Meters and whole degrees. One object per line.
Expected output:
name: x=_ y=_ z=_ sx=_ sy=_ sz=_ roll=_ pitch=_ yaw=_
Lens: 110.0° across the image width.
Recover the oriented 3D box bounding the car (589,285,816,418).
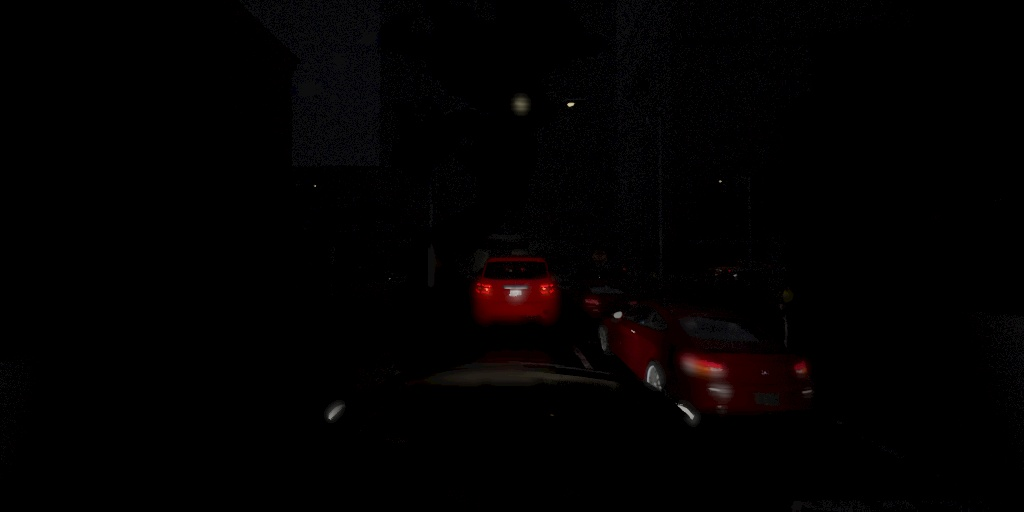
car: x=2.642 y=1.337 z=5.791 sx=1.802 sy=1.307 sz=4.207 roll=0 pitch=0 yaw=0

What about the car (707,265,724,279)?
car: x=19.153 y=1.112 z=30.265 sx=5.008 sy=1.535 sz=1.882 roll=-1 pitch=-1 yaw=0

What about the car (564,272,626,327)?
car: x=2.651 y=1.343 z=11.229 sx=1.802 sy=1.307 sz=4.207 roll=0 pitch=0 yaw=0

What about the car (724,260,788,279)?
car: x=19.281 y=1.174 z=27.315 sx=4.718 sy=1.301 sz=1.895 roll=0 pitch=-1 yaw=0

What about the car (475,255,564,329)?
car: x=0.115 y=0.985 z=11.369 sx=2.150 sy=2.045 sz=5.566 roll=0 pitch=0 yaw=0

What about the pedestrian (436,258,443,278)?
pedestrian: x=-6.779 y=1.074 z=33.327 sx=0.375 sy=1.860 sz=0.375 roll=0 pitch=-1 yaw=0

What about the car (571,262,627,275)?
car: x=7.312 y=1.263 z=30.333 sx=4.674 sy=1.442 sz=1.812 roll=-1 pitch=-1 yaw=0

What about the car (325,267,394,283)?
car: x=-11.572 y=1.468 z=27.483 sx=4.718 sy=1.301 sz=1.895 roll=-1 pitch=-1 yaw=0
